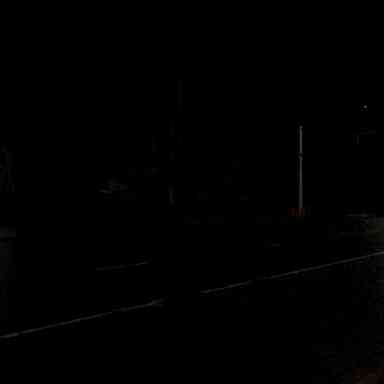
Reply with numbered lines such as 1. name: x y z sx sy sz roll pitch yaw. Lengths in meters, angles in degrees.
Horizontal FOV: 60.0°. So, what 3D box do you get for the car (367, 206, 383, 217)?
1. car: 18.530 1.547 29.447 2.033 1.411 5.357 0 0 -37
